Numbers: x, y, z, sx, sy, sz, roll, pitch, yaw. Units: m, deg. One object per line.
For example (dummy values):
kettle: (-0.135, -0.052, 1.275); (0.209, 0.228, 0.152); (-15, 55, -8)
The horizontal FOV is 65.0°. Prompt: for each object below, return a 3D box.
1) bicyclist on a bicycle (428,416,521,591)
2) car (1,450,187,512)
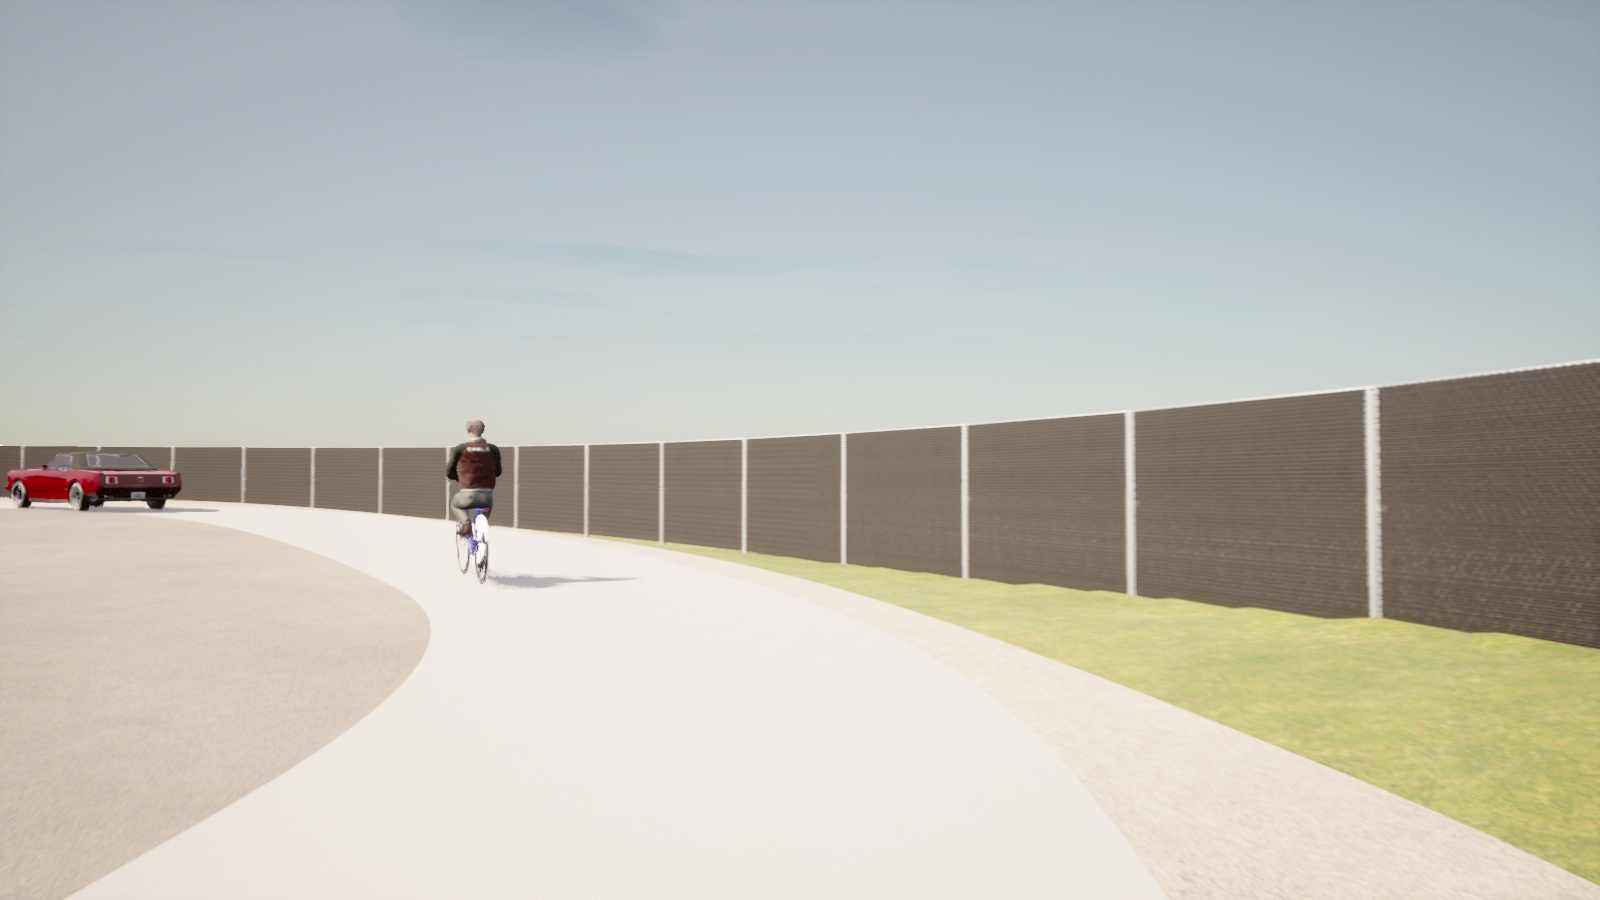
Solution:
bicyclist on a bicycle: (-3.584, 0.538, 13.736); (0.659, 1.776, 1.843); (0, 1, -25)
car: (-16.050, 0.675, 28.465); (4.718, 1.301, 1.895); (0, -1, 36)
